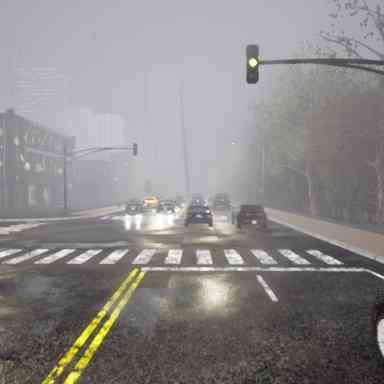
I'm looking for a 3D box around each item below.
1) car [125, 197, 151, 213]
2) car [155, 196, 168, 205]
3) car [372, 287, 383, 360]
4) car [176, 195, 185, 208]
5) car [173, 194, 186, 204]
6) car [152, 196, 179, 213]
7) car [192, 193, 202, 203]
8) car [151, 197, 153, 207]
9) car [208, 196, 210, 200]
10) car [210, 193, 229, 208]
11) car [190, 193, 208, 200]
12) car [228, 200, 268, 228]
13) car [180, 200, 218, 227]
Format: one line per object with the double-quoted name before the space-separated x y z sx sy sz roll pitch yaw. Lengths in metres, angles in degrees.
"car" -6.046 1.473 36.377 2.128 1.511 4.902 0 0 -1
"car" -5.606 1.529 61.232 1.994 1.385 4.181 0 0 2
"car" 3.388 1.476 2.574 1.882 1.535 5.008 0 0 1
"car" -2.597 1.466 48.037 2.128 1.511 4.902 0 0 1
"car" -2.337 1.316 63.101 2.097 1.767 4.553 0 0 1
"car" -2.830 1.473 36.705 2.128 1.511 4.902 0 0 -2
"car" 1.088 1.183 69.433 2.150 2.045 5.566 0 0 1
"car" -5.874 1.453 46.401 1.882 1.535 5.008 0 0 1
"car" 4.343 1.483 71.387 2.128 1.511 4.902 0 0 1
"car" 4.068 1.196 46.928 2.150 2.045 5.566 0 0 1
"car" 0.809 1.327 46.311 2.097 1.767 4.553 0 0 1
"car" 3.686 1.495 21.856 1.837 1.490 4.892 0 0 1
"car" 0.451 1.537 22.925 2.033 1.411 5.357 0 0 1
